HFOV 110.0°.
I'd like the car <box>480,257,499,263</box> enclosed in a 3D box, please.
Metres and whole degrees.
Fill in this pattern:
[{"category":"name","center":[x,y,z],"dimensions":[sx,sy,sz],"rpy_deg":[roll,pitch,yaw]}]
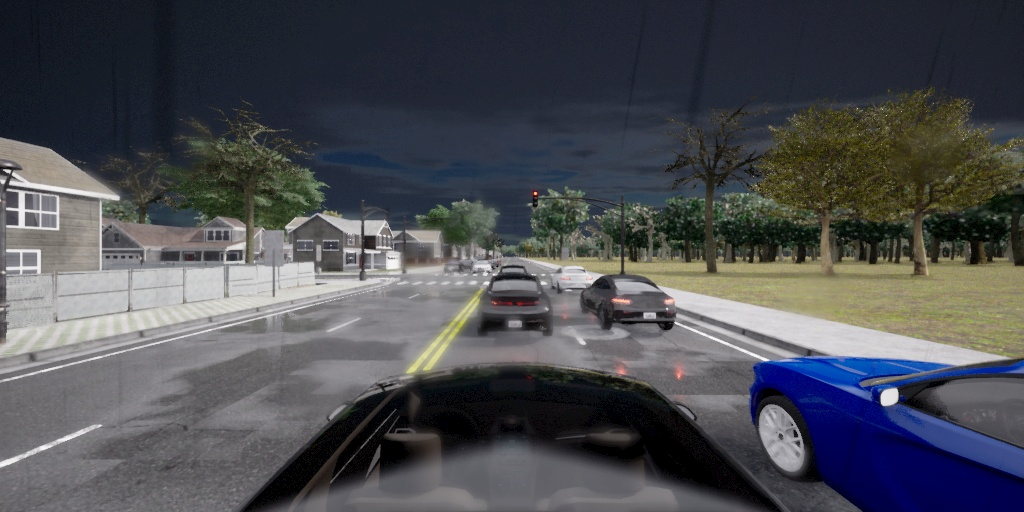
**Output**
[{"category":"car","center":[-3.312,1.241,51.273],"dimensions":[1.837,1.490,4.892],"rpy_deg":[0,0,0]}]

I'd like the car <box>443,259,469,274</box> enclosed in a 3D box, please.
[{"category":"car","center":[-6.570,1.235,41.028],"dimensions":[2.128,1.511,4.902],"rpy_deg":[0,0,0]}]

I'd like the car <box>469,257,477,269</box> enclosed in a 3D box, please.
[{"category":"car","center":[-6.561,1.240,52.022],"dimensions":[1.837,1.490,4.892],"rpy_deg":[0,0,0]}]

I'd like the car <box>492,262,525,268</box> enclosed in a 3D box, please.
[{"category":"car","center":[0.069,1.254,19.742],"dimensions":[1.837,1.490,4.892],"rpy_deg":[0,0,0]}]

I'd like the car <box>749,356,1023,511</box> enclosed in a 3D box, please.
[{"category":"car","center":[3.350,1.228,1.649],"dimensions":[1.882,1.535,5.008],"rpy_deg":[0,0,0]}]

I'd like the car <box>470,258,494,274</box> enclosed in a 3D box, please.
[{"category":"car","center":[-3.323,1.269,40.303],"dimensions":[1.812,1.442,4.674],"rpy_deg":[0,0,0]}]

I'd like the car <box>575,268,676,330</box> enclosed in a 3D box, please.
[{"category":"car","center":[3.339,1.275,10.964],"dimensions":[1.812,1.442,4.674],"rpy_deg":[0,0,0]}]

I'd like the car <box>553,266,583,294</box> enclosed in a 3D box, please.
[{"category":"car","center":[3.322,1.275,20.069],"dimensions":[1.812,1.442,4.674],"rpy_deg":[0,0,0]}]

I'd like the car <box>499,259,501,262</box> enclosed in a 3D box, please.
[{"category":"car","center":[-3.272,1.203,62.234],"dimensions":[1.882,1.535,5.008],"rpy_deg":[0,0,0]}]

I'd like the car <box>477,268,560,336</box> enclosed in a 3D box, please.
[{"category":"car","center":[0.088,1.255,10.326],"dimensions":[1.837,1.490,4.892],"rpy_deg":[0,0,0]}]

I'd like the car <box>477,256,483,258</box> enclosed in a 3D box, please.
[{"category":"car","center":[-6.524,1.249,63.475],"dimensions":[1.812,1.442,4.674],"rpy_deg":[0,0,1]}]
